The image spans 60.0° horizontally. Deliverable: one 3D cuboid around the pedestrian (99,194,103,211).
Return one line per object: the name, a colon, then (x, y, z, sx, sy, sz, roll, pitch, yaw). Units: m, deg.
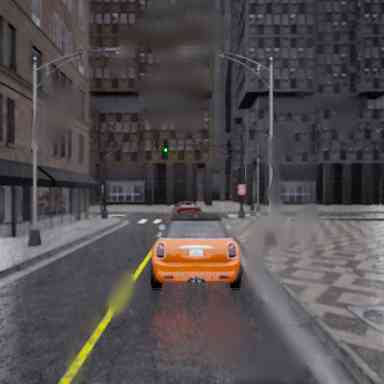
pedestrian: (-9.924, 1.150, 36.348, 0.375, 1.860, 0.375, 0, 0, 0)

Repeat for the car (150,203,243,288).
car: (0.092, 1.350, 9.366, 2.097, 1.767, 4.553, 0, 0, 0)
